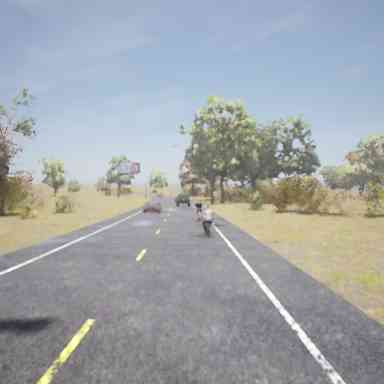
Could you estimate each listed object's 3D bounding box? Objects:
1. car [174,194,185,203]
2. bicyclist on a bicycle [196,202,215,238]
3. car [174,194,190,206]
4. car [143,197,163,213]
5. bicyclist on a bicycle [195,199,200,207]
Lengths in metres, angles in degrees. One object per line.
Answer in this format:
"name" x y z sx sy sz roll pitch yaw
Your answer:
"car" -2.799 1.455 73.600 2.097 1.767 4.553 0 0 -4
"bicyclist on a bicycle" 0.811 1.472 17.052 0.866 1.612 1.509 0 0 -1
"car" -1.496 1.304 55.162 2.150 2.045 5.566 0 -1 -3
"car" -4.338 1.633 37.153 1.994 1.385 4.181 0 0 -2
"bicyclist on a bicycle" 0.560 1.422 26.864 0.659 1.776 1.843 0 0 -2
